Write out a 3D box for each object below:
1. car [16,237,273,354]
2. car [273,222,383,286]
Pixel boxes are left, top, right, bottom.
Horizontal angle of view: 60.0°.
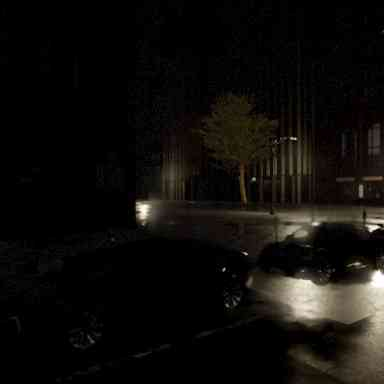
[{"bbox_3d":[-0.762,1.563,6.116,4.313,1.339,1.947,0,0,-36],"label":"car"},{"bbox_3d":[3.817,1.559,9.402,4.313,1.339,1.947,0,0,-36],"label":"car"}]
